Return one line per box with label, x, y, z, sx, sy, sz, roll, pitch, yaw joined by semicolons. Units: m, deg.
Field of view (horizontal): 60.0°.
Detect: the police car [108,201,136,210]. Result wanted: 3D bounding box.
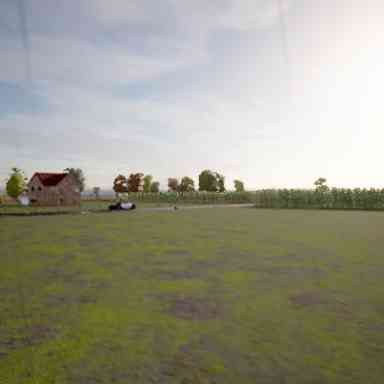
police car;-11.856;2.270;56.123;2.038;1.542;4.974;0;0;35
